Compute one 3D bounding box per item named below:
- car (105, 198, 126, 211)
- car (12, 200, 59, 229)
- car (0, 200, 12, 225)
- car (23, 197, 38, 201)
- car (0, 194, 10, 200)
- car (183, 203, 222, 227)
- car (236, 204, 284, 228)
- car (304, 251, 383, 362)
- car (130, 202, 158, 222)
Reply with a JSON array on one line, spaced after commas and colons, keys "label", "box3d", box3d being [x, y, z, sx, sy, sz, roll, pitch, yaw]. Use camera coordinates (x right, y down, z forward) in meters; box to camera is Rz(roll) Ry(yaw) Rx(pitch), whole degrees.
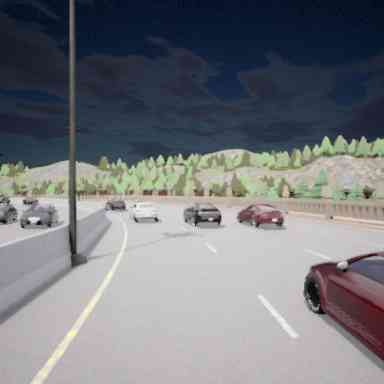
[{"label": "car", "box3d": [-9.690, 1.556, 42.065, 2.128, 1.511, 4.902, 0, 0, -25]}, {"label": "car", "box3d": [-10.206, 1.548, 22.533, 2.128, 1.511, 4.902, 0, 0, -15]}, {"label": "car", "box3d": [-14.490, 1.625, 25.108, 2.033, 1.411, 5.357, 0, 0, -17]}, {"label": "car", "box3d": [-28.437, 1.631, 58.748, 1.882, 1.535, 5.008, 0, 0, -38]}, {"label": "car", "box3d": [-35.207, 1.379, 61.198, 2.150, 2.045, 5.566, 0, 0, -43]}, {"label": "car", "box3d": [0.628, 1.500, 23.168, 2.128, 1.511, 4.902, 0, 0, -13]}, {"label": "car", "box3d": [4.460, 1.516, 22.110, 1.812, 1.442, 4.674, 0, 0, -12]}, {"label": "car", "box3d": [3.277, 1.552, 4.961, 1.994, 1.385, 4.181, 0, 0, -3]}, {"label": "car", "box3d": [-3.913, 1.556, 26.769, 1.812, 1.442, 4.674, 0, 0, -16]}]
